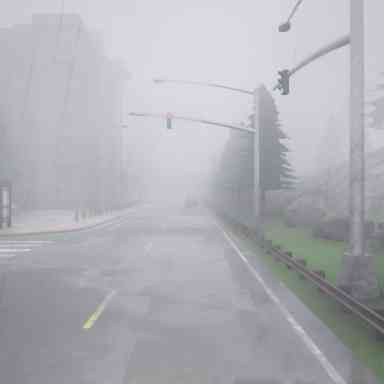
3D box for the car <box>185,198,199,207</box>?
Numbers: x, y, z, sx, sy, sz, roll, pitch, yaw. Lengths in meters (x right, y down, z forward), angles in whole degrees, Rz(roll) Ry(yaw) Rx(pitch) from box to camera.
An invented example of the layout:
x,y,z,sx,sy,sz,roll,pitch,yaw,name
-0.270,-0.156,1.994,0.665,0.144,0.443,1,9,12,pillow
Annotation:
x,y,z,sx,sy,sz,roll,pitch,yaw,name
-0.013,1.564,50.635,1.994,1.385,4.181,0,0,0,car
